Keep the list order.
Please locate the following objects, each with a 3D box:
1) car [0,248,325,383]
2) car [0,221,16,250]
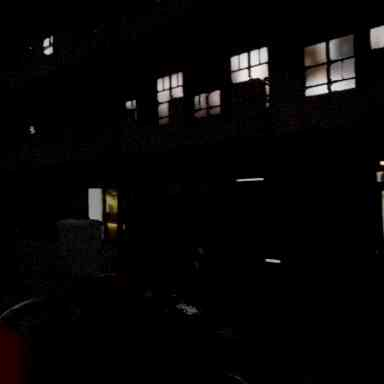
[{"bbox_3d":[-0.979,1.572,3.590,4.507,1.381,1.887,-1,-1,36],"label":"car"},{"bbox_3d":[-5.490,1.397,6.812,5.009,1.841,2.192,-1,-1,36],"label":"car"}]
